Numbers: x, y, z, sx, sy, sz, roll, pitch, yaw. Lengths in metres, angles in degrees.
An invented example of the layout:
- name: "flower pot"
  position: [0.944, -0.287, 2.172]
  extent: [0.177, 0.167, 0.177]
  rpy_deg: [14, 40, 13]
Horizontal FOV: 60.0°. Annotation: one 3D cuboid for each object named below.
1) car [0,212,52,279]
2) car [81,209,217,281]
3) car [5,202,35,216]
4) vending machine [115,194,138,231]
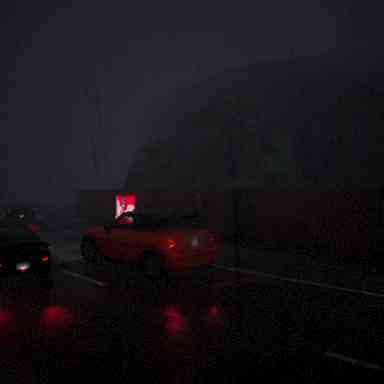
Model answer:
- name: "car"
  position: [-5.477, 1.500, 9.159]
  extent: [4.674, 1.442, 1.812]
  rpy_deg: [0, 0, 44]
- name: "car"
  position: [-1.484, 1.349, 10.173]
  extent: [4.553, 1.767, 2.097]
  rpy_deg: [0, 0, 43]
- name: "car"
  position: [-12.853, 1.465, 24.933]
  extent: [1.812, 1.442, 4.674]
  rpy_deg: [0, 0, -29]
- name: "vending machine"
  position: [-3.925, 1.183, 19.906]
  extent: [1.100, 2.100, 0.880]
  rpy_deg: [0, 0, -38]
